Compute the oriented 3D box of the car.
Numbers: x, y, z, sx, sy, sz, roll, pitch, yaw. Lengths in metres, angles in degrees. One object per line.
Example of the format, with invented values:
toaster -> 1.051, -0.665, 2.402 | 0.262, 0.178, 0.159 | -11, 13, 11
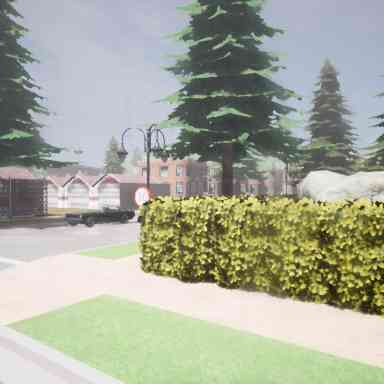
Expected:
car -> -6.119, 1.562, 22.343 | 1.895, 1.301, 4.718 | 0, 0, 35
